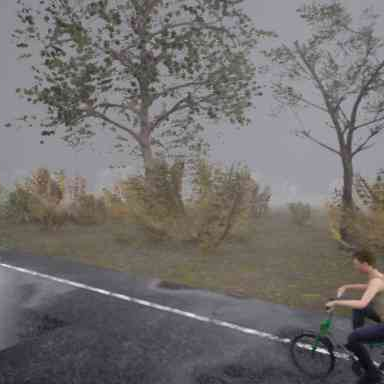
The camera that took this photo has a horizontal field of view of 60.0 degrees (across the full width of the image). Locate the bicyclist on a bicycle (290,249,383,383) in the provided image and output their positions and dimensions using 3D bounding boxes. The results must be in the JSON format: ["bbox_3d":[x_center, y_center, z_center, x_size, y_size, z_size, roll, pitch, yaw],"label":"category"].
[{"bbox_3d":[1.831,1.435,3.718,1.509,1.612,0.866,0,0,36],"label":"bicyclist on a bicycle"}]
